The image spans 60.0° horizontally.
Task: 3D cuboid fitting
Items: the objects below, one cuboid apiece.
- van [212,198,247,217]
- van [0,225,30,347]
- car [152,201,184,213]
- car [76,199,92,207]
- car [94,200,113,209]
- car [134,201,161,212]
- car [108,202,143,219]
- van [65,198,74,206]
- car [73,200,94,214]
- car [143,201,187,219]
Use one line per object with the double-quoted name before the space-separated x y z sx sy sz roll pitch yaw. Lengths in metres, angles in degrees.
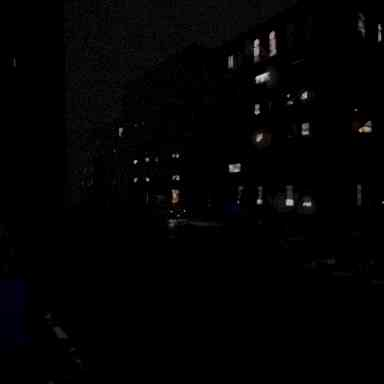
"van" 3.634 1.516 33.226 1.690 1.788 3.998 -2 0 -36
"van" -4.041 1.351 3.819 3.998 1.788 1.690 -1 1 -35
"car" -3.155 1.886 42.450 1.752 1.417 4.829 -2 0 -36
"car" -22.728 2.349 69.862 1.967 1.590 4.097 -2 0 -36
"car" -16.269 2.253 60.817 1.752 1.417 4.829 -2 0 -36
"car" -6.333 2.015 46.903 1.947 1.339 4.313 -2 0 -36
"car" -6.546 1.759 32.888 1.967 1.590 4.097 -2 0 -36
"van" -29.289 2.434 79.046 1.690 1.788 3.998 -2 0 -36
"car" -13.103 1.942 42.071 1.967 1.590 4.097 -2 0 -36
"car" -2.493 1.850 31.811 1.895 1.301 4.718 0 -1 -36
